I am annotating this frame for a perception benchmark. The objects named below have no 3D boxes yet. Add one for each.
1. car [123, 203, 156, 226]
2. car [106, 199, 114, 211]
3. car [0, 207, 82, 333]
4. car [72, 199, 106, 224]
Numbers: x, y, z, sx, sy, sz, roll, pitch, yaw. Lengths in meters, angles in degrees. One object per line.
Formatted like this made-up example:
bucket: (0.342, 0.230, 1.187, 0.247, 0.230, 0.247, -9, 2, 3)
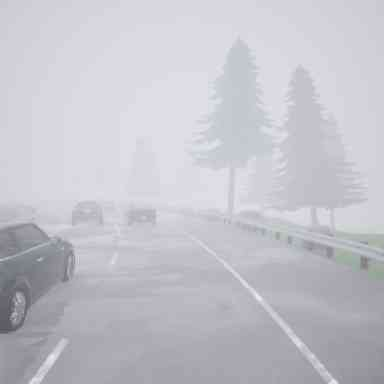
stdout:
car: (-3.823, 1.497, 23.902, 1.882, 1.535, 5.008, 0, 0, -17)
car: (-10.912, 1.558, 40.568, 2.163, 1.488, 4.792, 0, 0, -28)
car: (-3.984, 1.372, 6.905, 2.097, 1.767, 4.553, 0, 0, -5)
car: (-7.820, 1.391, 24.927, 2.097, 1.767, 4.553, 0, 0, -17)
